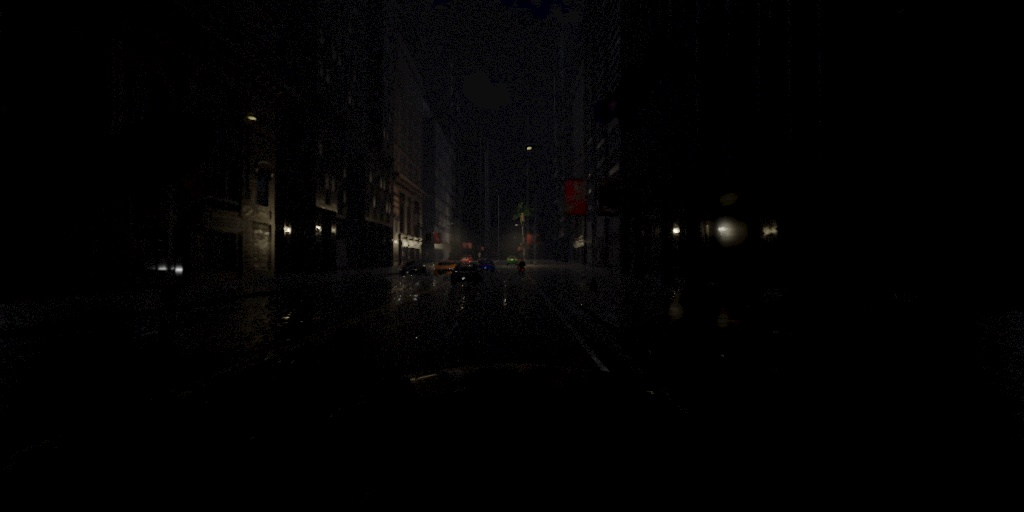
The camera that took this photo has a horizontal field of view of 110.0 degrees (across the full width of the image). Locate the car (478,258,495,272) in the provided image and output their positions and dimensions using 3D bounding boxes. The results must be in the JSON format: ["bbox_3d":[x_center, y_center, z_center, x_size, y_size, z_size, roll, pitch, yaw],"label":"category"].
[{"bbox_3d":[-3.147,1.209,44.834,1.882,1.535,5.008,0,0,0],"label":"car"}]

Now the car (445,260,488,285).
[{"bbox_3d":[-3.148,1.235,25.713,2.128,1.511,4.902,0,0,0],"label":"car"}]

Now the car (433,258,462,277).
[{"bbox_3d":[-6.586,1.216,36.073,1.882,1.535,5.008,0,0,0],"label":"car"}]

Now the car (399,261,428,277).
[{"bbox_3d":[-9.836,1.264,36.071,1.812,1.442,4.674,0,0,0],"label":"car"}]

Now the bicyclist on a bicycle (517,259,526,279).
[{"bbox_3d":[0.896,1.111,31.445,0.659,1.776,1.843,0,0,0],"label":"bicyclist on a bicycle"}]

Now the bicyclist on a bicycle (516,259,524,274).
[{"bbox_3d":[0.906,1.171,41.019,0.866,1.612,1.509,0,0,0],"label":"bicyclist on a bicycle"}]
